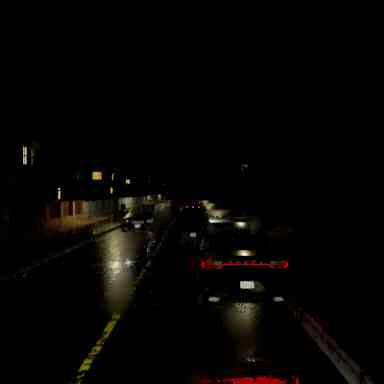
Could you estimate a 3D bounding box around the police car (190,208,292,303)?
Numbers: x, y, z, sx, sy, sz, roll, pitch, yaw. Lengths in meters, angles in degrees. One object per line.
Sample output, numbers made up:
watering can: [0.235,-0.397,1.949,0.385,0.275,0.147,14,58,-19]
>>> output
police car: [0.972,1.426,8.421,1.930,1.638,5.238,0,0,0]

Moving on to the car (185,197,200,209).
car: [0.090,1.504,45.744,1.837,1.490,4.892,0,0,1]

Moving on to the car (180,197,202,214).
car: [0.120,1.548,35.397,2.033,1.411,5.357,0,0,0]

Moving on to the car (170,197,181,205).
car: [-2.671,1.597,57.154,1.895,1.301,4.718,0,0,0]

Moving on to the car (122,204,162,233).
car: [-2.822,1.494,19.642,2.128,1.511,4.902,0,0,0]
